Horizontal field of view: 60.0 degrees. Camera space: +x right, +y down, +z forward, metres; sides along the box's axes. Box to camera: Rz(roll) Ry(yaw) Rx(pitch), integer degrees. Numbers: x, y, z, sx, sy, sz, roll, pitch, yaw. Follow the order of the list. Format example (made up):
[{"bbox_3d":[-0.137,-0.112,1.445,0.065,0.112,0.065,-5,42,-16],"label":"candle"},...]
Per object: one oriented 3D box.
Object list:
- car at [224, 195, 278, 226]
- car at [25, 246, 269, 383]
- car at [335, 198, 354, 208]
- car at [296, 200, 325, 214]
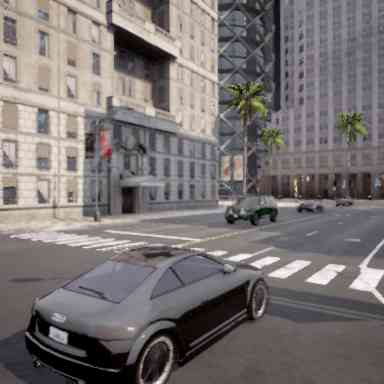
[{"bbox_3d":[4.498,1.253,24.547,2.150,2.045,5.566,0,0,35],"label":"car"},{"bbox_3d":[-0.344,1.575,5.369,1.994,1.385,4.181,0,0,35],"label":"car"},{"bbox_3d":[23.250,1.639,50.488,2.033,1.411,5.357,0,0,36],"label":"car"},{"bbox_3d":[13.155,1.575,36.656,2.033,1.411,5.357,0,0,36],"label":"car"}]
